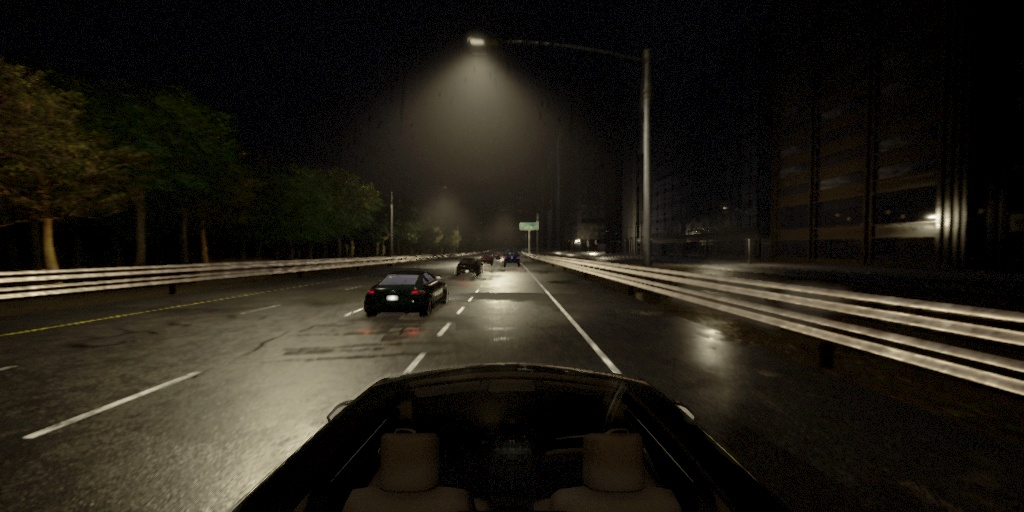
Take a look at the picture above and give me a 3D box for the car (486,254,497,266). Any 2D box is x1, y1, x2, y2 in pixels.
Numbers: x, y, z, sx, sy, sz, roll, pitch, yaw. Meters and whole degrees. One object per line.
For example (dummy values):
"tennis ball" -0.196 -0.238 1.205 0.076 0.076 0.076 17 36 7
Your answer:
"car" -3.629 0.618 53.045 1.837 1.490 4.892 0 1 0

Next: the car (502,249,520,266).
"car" -0.014 0.357 51.067 2.150 2.045 5.566 0 1 0

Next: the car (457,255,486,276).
"car" -3.540 0.894 30.525 1.837 1.490 4.892 0 1 0

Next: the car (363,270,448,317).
"car" -3.505 1.176 12.503 1.994 1.385 4.181 0 1 0
